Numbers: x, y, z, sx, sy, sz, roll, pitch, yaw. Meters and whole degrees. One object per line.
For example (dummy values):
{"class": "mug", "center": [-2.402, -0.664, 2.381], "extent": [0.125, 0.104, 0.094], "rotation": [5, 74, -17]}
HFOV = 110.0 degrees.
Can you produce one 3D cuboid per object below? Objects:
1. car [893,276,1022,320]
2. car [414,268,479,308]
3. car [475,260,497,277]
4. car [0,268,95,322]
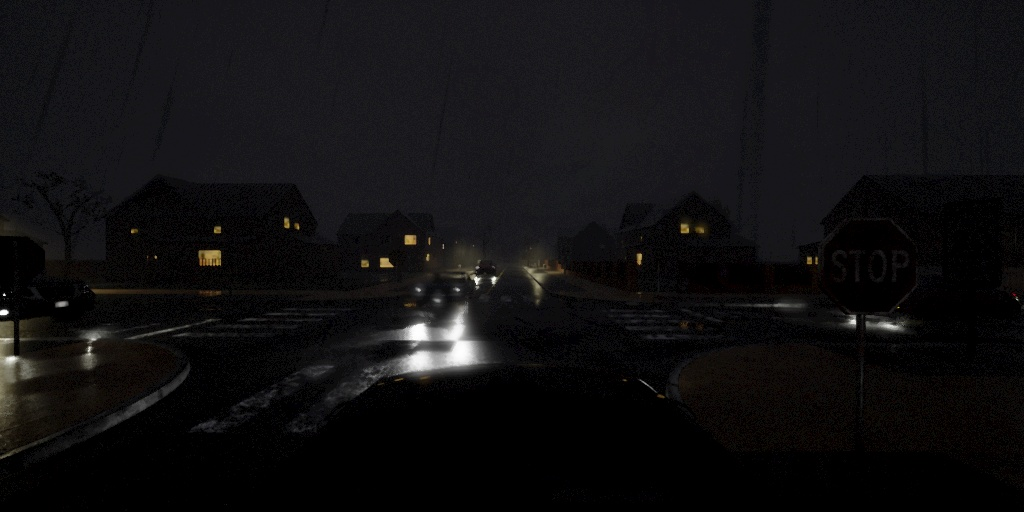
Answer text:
{"class": "car", "center": [14.759, 1.407, 12.593], "extent": [4.181, 1.385, 1.994], "rotation": [0, 0, 0]}
{"class": "car", "center": [-2.711, 1.353, 15.397], "extent": [1.895, 1.301, 4.718], "rotation": [0, 0, 0]}
{"class": "car", "center": [-2.653, 1.180, 37.515], "extent": [2.097, 1.767, 4.553], "rotation": [0, 0, 0]}
{"class": "car", "center": [-14.866, 0.914, 9.639], "extent": [5.566, 2.045, 2.150], "rotation": [1, 0, 0]}
